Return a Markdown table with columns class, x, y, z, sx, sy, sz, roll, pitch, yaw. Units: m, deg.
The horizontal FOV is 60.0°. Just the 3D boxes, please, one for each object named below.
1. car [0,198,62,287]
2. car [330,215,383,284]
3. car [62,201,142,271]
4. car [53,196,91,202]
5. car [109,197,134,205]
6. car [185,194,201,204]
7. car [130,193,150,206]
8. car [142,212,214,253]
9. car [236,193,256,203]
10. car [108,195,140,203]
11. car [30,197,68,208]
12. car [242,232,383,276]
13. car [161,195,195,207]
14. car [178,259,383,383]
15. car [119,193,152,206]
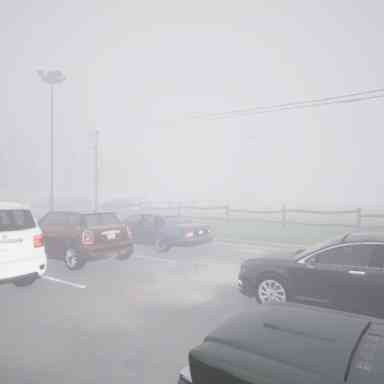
| class | x | y | z | sx | sy | sz | roll | pitch | yaw |
| --- | --- | --- | --- | --- | --- | --- | --- | --- | --- |
| car | -5.811 | 1.220 | 8.087 | 5.566 | 2.045 | 2.150 | 0 | 0 | 36 |
| car | 6.257 | 1.478 | 8.129 | 5.008 | 1.535 | 1.882 | 0 | 0 | 36 |
| car | -4.141 | 1.350 | 11.199 | 4.553 | 1.767 | 2.097 | 0 | 0 | 36 |
| car | -15.336 | 1.344 | 43.260 | 2.097 | 1.767 | 4.553 | 0 | 0 | 35 |
| car | -12.479 | 1.555 | 59.073 | 1.994 | 1.385 | 4.181 | 0 | 0 | 36 |
| car | -0.614 | 1.540 | 63.405 | 2.033 | 1.411 | 5.357 | 0 | 0 | 37 |
| car | -9.016 | 1.344 | 51.973 | 2.097 | 1.767 | 4.553 | 0 | 0 | 36 |
| car | -1.705 | 1.546 | 13.759 | 5.357 | 1.411 | 2.033 | 0 | 0 | 36 |
| car | 11.100 | 1.218 | 67.484 | 2.150 | 2.045 | 5.566 | 0 | 0 | 36 |
| car | -9.017 | 1.498 | 40.080 | 1.837 | 1.490 | 4.892 | 0 | 0 | 36 |
| car | -20.560 | 1.495 | 47.996 | 1.837 | 1.490 | 4.892 | 0 | 0 | 35 |
| car | 3.190 | 1.505 | 6.014 | 4.892 | 1.490 | 1.837 | 0 | 0 | 36 |
| car | -2.027 | 1.519 | 49.676 | 1.812 | 1.442 | 4.674 | 0 | 0 | 36 |
| car | 2.214 | 1.601 | 2.411 | 4.718 | 1.301 | 1.895 | 0 | 0 | 36 |
| car | -9.608 | 1.204 | 57.092 | 2.150 | 2.045 | 5.566 | 0 | 1 | 36 |
